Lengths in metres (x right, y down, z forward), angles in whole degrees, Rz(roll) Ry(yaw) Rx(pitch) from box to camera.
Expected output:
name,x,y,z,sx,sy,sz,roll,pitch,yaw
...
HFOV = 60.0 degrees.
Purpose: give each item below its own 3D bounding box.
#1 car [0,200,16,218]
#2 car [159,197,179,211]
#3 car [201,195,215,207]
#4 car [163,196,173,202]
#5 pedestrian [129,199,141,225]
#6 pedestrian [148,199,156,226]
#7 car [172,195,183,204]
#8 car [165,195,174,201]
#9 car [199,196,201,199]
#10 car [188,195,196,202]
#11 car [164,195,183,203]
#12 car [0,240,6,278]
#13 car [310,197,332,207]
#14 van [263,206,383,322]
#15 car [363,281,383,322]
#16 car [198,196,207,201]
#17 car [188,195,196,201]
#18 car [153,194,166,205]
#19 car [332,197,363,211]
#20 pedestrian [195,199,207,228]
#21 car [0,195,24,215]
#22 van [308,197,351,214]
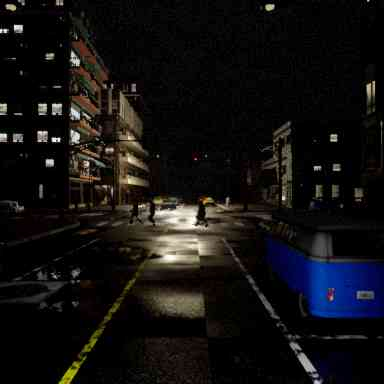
name,x,y,z,sx,sy,sz,roll,pitch,yaw
car,-17.472,1.534,27.759,4.206,1.307,1.802,0,0,0
car,-2.917,1.629,42.160,1.895,1.301,4.718,0,0,-4
car,2.682,1.561,51.908,1.752,1.417,4.829,0,0,0
car,-5.705,1.630,79.432,2.008,1.369,4.403,0,0,0
pedestrian,-3.830,1.298,22.244,0.375,1.860,0.375,0,0,0
pedestrian,-2.620,1.300,21.687,0.375,1.860,0.375,0,0,0
car,-3.023,1.412,68.459,2.097,1.767,4.553,0,0,0
car,-5.706,1.616,84.801,1.752,1.417,4.829,0,0,0
car,2.679,1.632,62.817,1.802,1.307,4.206,0,0,0
car,-0.016,1.616,78.127,2.033,1.411,5.357,0,0,0
car,-3.099,1.588,55.719,2.033,1.411,5.357,0,0,0
car,-5.689,1.567,6.975,1.947,1.339,4.313,0,0,0
car,14.903,1.549,33.634,5.008,1.535,1.882,0,0,0
van,2.659,1.342,6.951,1.690,1.788,3.998,0,0,0
car,2.660,1.582,1.262,1.802,1.307,4.206,0,0,0
car,2.675,1.641,84.973,2.008,1.369,4.403,0,0,0
car,-0.018,1.465,88.547,1.882,1.535,5.008,0,0,0
car,-5.700,1.568,57.105,1.752,1.417,4.829,0,0,0
car,14.917,1.358,27.846,5.009,1.841,2.192,0,0,0
pedestrian,0.568,1.300,21.045,0.375,1.860,0.375,0,0,0
car,-18.386,1.184,30.345,5.566,2.045,2.150,0,0,0
van,14.892,1.425,36.225,3.998,1.788,1.690,0,0,0
